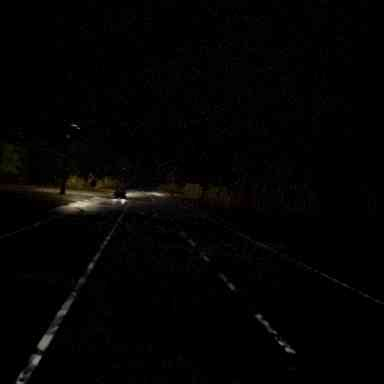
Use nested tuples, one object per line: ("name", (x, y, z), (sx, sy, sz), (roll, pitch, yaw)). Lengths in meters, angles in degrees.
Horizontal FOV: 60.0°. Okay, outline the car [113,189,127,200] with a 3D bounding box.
("car", (-10.782, 0.324, 49.965), (2.033, 1.411, 5.357), (5, 0, -9))
